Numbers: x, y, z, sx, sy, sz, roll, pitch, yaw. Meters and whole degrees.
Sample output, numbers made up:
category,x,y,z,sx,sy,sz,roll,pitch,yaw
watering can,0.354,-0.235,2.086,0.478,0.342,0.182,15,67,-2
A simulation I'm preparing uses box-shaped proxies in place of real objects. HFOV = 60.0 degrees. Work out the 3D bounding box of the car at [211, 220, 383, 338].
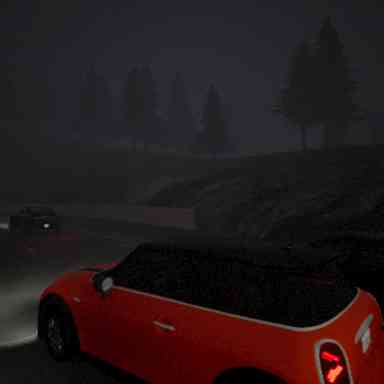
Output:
category,x,y,z,sx,sy,sz,roll,pitch,yaw
car,2.973,1.491,6.327,5.008,1.535,1.882,0,0,37

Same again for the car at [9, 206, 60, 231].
category,x,y,z,sx,sy,sz,roll,pitch,yaw
car,-9.381,1.596,19.660,2.128,1.511,4.902,0,0,-41

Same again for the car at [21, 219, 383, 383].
category,x,y,z,sx,sy,sz,roll,pitch,yaw
car,-0.077,1.368,4.342,4.553,1.767,2.097,0,0,39
